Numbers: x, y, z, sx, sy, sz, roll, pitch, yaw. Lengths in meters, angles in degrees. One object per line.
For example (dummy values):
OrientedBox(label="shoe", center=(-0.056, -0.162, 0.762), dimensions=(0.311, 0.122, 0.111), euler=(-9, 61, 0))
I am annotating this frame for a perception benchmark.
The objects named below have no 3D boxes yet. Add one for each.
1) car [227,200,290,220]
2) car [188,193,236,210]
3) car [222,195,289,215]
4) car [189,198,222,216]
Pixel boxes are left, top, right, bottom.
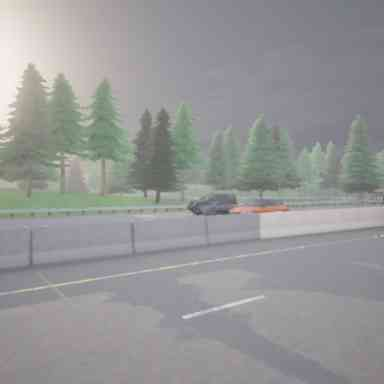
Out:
OrientedBox(label="car", center=(5.762, 1.475, 28.606), dimensions=(5.357, 1.411, 2.033), euler=(0, 0, -31))
OrientedBox(label="car", center=(2.278, 1.155, 34.678), dimensions=(5.566, 2.045, 2.150), euler=(0, 0, -31))
OrientedBox(label="car", center=(4.817, 1.291, 23.941), dimensions=(4.553, 1.767, 2.097), euler=(0, 0, -31))
OrientedBox(label="car", center=(2.233, 1.501, 30.571), dimensions=(4.181, 1.385, 1.994), euler=(0, 0, -31))
